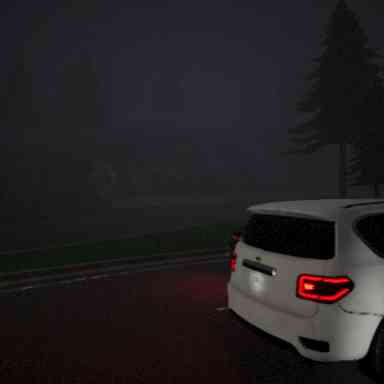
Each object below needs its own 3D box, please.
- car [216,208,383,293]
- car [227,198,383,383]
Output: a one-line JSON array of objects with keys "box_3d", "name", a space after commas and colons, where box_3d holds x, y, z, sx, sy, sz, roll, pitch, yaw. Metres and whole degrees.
[{"box_3d": [3.319, 1.325, 9.037, 4.902, 1.511, 2.128, -1, 1, -25], "name": "car"}, {"box_3d": [3.211, 1.108, 5.236, 5.566, 2.045, 2.150, -1, 1, -26], "name": "car"}]
